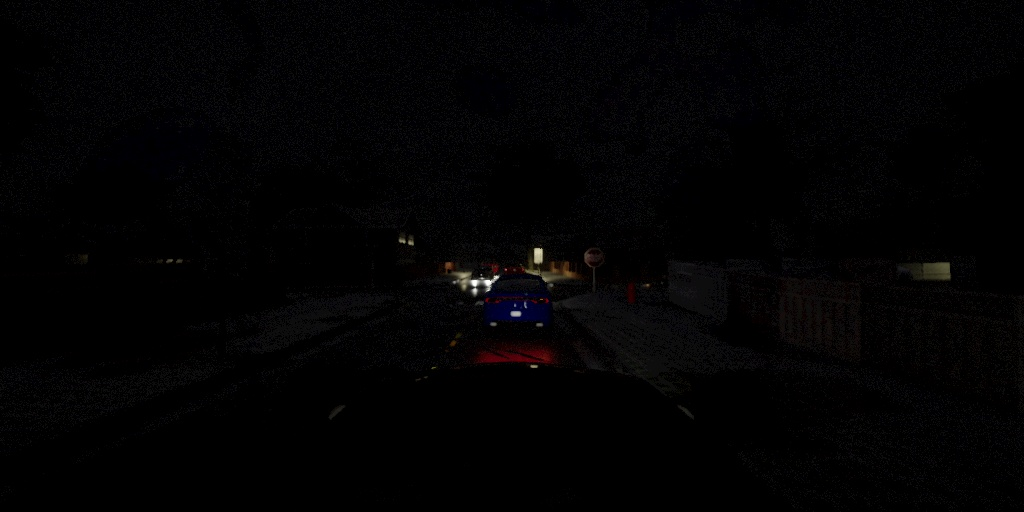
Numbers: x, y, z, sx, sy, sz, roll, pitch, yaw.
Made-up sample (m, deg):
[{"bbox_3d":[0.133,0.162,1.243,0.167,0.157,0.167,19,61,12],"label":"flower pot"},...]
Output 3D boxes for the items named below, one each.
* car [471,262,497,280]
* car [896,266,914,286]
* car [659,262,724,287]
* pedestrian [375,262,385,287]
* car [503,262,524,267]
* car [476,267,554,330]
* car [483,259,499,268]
[{"bbox_3d":[-2.834,1.601,35.349,1.994,1.385,4.181,0,-1,0],"label":"car"},{"bbox_3d":[22.755,1.177,22.935,4.674,1.442,1.812,-1,-2,1],"label":"car"},{"bbox_3d":[11.904,1.137,23.069,4.553,1.767,2.097,-1,-2,1],"label":"car"},{"bbox_3d":[-9.661,1.327,26.271,0.375,1.860,0.375,0,-2,1],"label":"pedestrian"},{"bbox_3d":[0.187,1.405,36.771,2.097,1.767,4.553,0,-1,-1],"label":"car"},{"bbox_3d":[0.297,1.294,11.408,1.882,1.535,5.008,0,0,4],"label":"car"},{"bbox_3d":[-2.842,1.390,45.605,2.150,2.045,5.566,0,-1,0],"label":"car"}]
